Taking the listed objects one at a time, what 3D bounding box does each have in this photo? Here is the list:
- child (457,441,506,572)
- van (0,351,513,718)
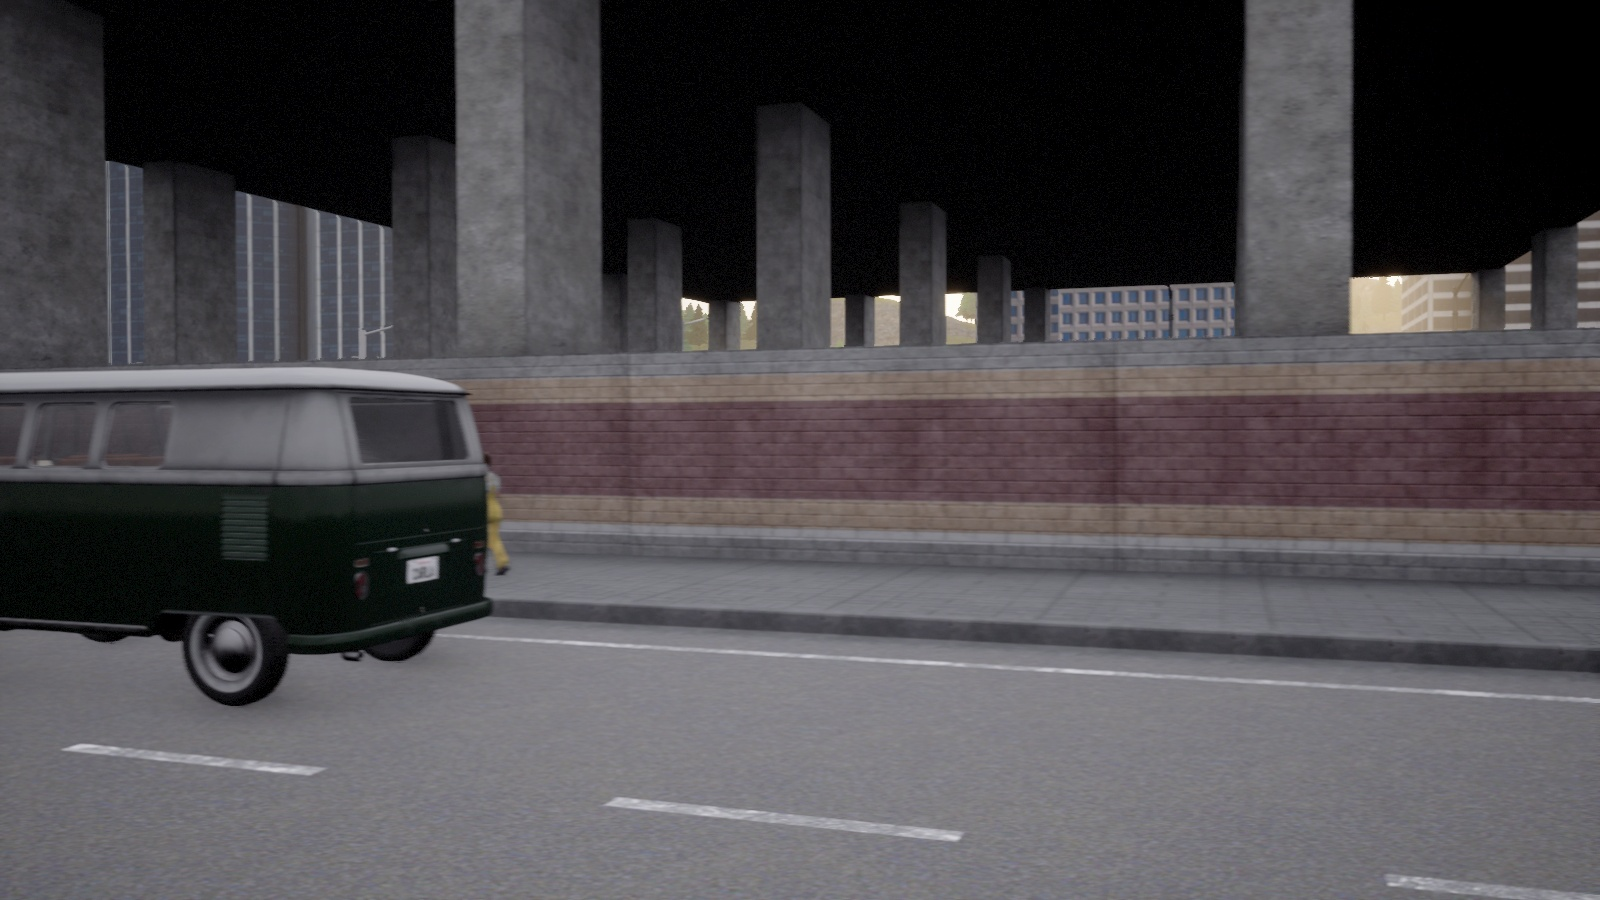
[{"bbox_3d":[-3.162,0.549,12.476,0.437,1.263,0.270,1,1,41],"label":"child"},{"bbox_3d":[-4.325,0.429,8.337,4.442,1.987,1.775,1,1,19],"label":"van"}]
